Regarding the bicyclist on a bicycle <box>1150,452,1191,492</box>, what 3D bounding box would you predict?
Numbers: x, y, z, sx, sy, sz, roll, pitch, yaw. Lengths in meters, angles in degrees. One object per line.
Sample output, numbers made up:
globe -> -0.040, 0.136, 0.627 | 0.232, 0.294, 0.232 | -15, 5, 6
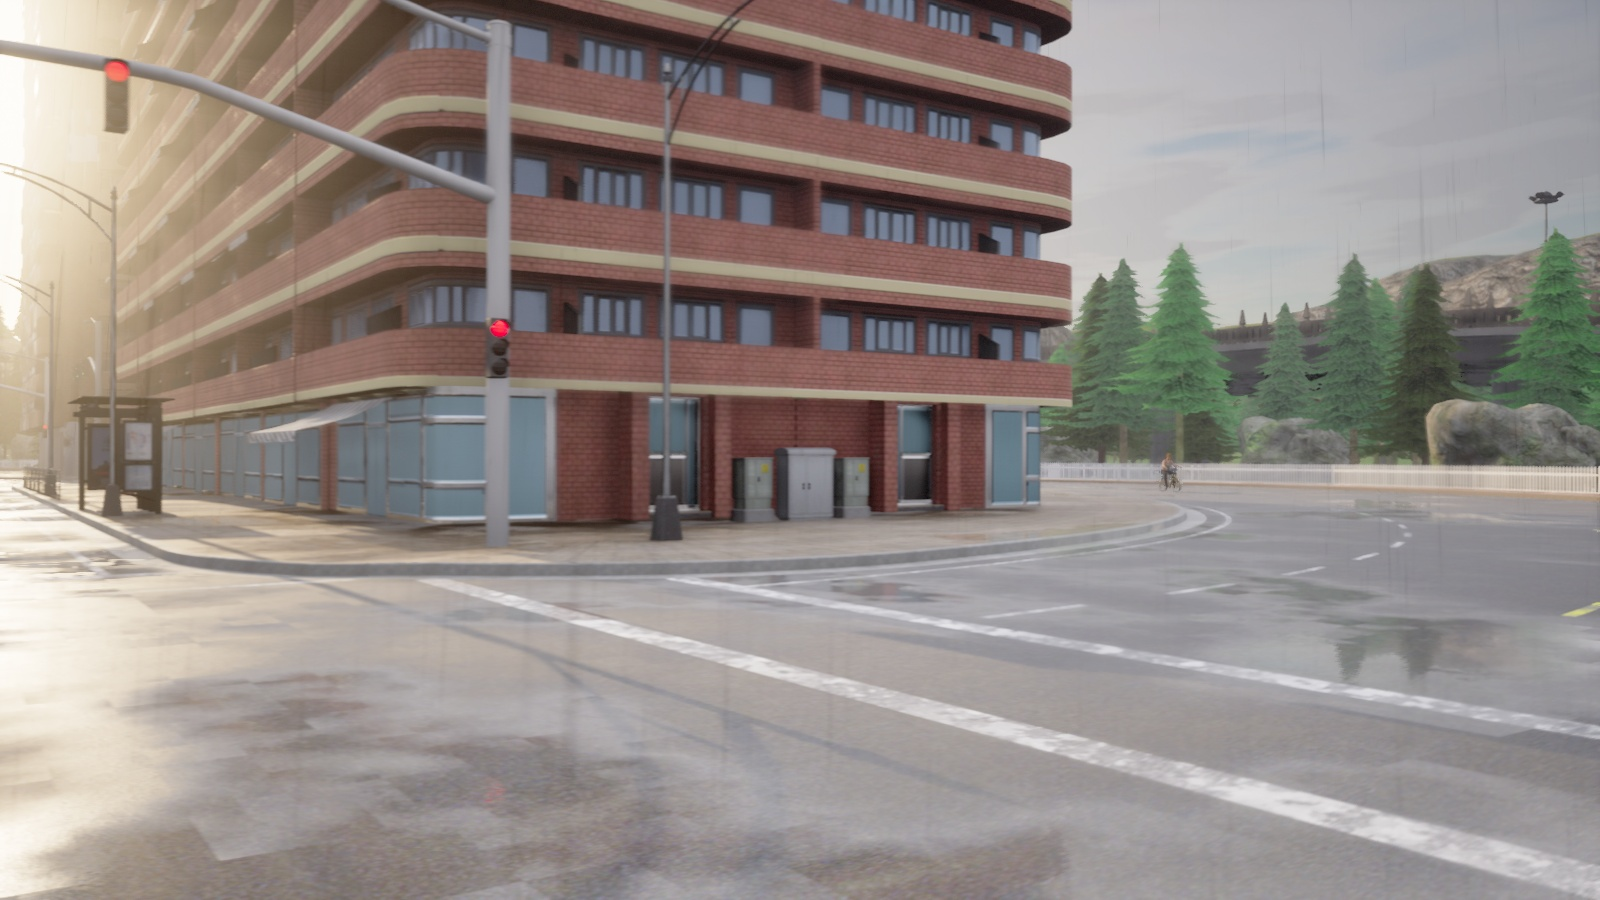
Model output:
bicyclist on a bicycle -> 15.163, 0.887, 51.428 | 0.866, 1.612, 1.509 | -1, 0, -17
